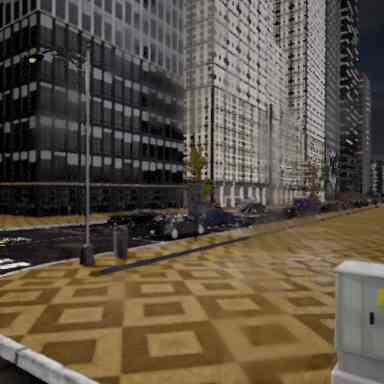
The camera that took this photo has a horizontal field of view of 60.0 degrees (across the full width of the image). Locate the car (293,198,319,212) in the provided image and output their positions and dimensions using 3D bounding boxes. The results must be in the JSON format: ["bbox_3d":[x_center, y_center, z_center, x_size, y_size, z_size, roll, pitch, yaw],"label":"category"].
[{"bbox_3d":[16.862,1.947,50.135,2.150,2.045,5.566,0,0,35],"label":"car"}]

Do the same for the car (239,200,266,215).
[{"bbox_3d":[8.007,2.099,42.902,1.837,1.490,4.892,0,-1,35],"label":"car"}]

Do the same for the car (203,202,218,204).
[{"bbox_3d":[1.765,1.942,38.534,1.967,1.590,4.097,0,-1,35],"label":"car"}]

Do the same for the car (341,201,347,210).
[{"bbox_3d":[24.736,2.423,56.916,1.802,1.307,4.206,0,-1,35],"label":"car"}]

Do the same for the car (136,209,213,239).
[{"bbox_3d":[-0.907,1.941,19.770,2.008,1.369,4.403,0,-1,35],"label":"car"}]

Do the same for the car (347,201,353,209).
[{"bbox_3d":[27.955,2.337,61.551,1.967,1.590,4.097,0,-1,35],"label":"car"}]

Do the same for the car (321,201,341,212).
[{"bbox_3d":[21.518,2.351,52.281,1.947,1.339,4.313,0,-1,35],"label":"car"}]

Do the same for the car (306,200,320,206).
[{"bbox_3d":[27.508,2.515,75.598,1.947,1.339,4.313,0,-1,35],"label":"car"}]

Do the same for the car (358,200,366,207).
[{"bbox_3d":[37.612,2.629,75.453,1.947,1.339,4.313,0,-1,35],"label":"car"}]

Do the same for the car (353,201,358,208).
[{"bbox_3d":[31.174,2.518,66.184,1.947,1.339,4.313,0,-1,35],"label":"car"}]

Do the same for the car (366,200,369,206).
[{"bbox_3d":[44.049,2.718,84.722,1.887,1.381,4.507,0,-1,35],"label":"car"}]

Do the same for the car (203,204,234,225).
[{"bbox_3d":[1.632,2.003,28.080,2.033,1.411,5.357,1,0,34],"label":"car"}]

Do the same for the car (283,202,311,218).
[{"bbox_3d":[11.861,2.183,38.379,1.947,1.339,4.313,0,-1,35],"label":"car"}]

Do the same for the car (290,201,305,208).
[{"bbox_3d":[21.073,2.420,66.332,1.802,1.307,4.206,0,-1,35],"label":"car"}]

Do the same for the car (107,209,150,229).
[{"bbox_3d":[-4.184,1.978,25.414,1.895,1.301,4.718,0,0,35],"label":"car"}]
